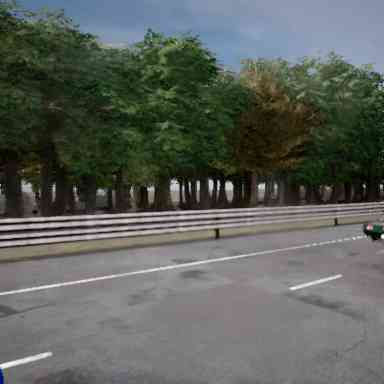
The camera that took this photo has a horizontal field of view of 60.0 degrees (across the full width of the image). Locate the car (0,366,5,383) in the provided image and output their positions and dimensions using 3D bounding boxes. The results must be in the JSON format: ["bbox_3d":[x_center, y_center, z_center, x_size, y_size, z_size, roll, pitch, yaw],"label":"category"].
[{"bbox_3d":[-3.523,1.482,1.232,5.008,1.535,1.882,0,0,-36],"label":"car"}]

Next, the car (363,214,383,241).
[{"bbox_3d":[9.809,1.554,15.044,4.718,1.301,1.895,0,0,-36],"label":"car"}]
